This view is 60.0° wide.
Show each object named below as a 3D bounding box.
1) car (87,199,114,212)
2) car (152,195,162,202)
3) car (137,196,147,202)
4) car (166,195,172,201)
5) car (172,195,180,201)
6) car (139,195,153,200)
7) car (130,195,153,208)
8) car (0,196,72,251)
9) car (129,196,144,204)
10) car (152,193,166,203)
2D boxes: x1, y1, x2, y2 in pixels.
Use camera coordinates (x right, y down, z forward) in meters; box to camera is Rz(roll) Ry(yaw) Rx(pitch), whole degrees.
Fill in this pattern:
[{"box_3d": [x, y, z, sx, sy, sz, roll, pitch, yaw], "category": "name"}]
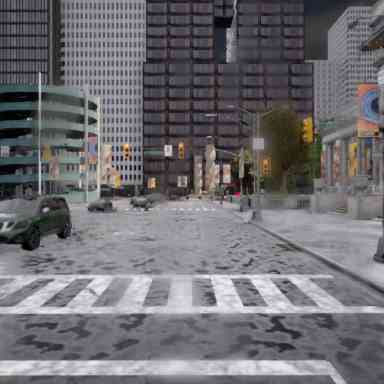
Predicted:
[{"box_3d": [-10.579, 1.547, 38.930, 2.033, 1.411, 5.357, 0, 0, 0], "category": "car"}, {"box_3d": [-8.211, 1.524, 77.378, 1.812, 1.442, 4.674, 0, 0, -14], "category": "car"}, {"box_3d": [-11.139, 1.540, 74.468, 2.033, 1.411, 5.357, 0, 0, -10], "category": "car"}, {"box_3d": [-7.505, 1.595, 85.653, 1.895, 1.301, 4.718, 0, 0, -25], "category": "car"}, {"box_3d": [-4.769, 1.500, 87.967, 1.837, 1.490, 4.892, 0, 0, -29], "category": "car"}, {"box_3d": [-13.072, 1.502, 94.337, 1.994, 1.385, 4.181, 0, 0, -43], "category": "car"}, {"box_3d": [-7.075, 1.477, 46.949, 1.882, 1.535, 5.008, 0, 0, 0], "category": "car"}, {"box_3d": [-7.091, 1.220, 14.490, 2.150, 2.045, 5.566, 0, 0, 0], "category": "car"}, {"box_3d": [-10.573, 1.547, 63.600, 2.033, 1.411, 5.357, 0, 0, 0], "category": "car"}, {"box_3d": [-7.074, 1.225, 66.862, 2.150, 2.045, 5.566, 0, 0, 1], "category": "car"}]
